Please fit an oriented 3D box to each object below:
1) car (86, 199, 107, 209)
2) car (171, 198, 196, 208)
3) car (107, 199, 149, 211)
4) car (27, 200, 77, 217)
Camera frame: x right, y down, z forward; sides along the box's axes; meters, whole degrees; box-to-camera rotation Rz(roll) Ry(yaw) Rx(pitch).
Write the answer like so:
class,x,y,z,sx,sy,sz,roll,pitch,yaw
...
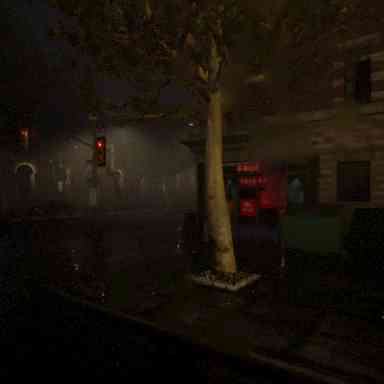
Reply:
class,x,y,z,sx,sy,sz,roll,pitch,yaw
car,-11.944,1.595,45.158,1.895,1.301,4.718,0,0,36
car,-1.394,1.547,48.297,2.033,1.411,5.357,0,0,36
car,-7.466,1.601,40.018,1.895,1.301,4.718,0,0,36
car,-13.359,1.526,31.940,1.812,1.442,4.674,0,0,36
